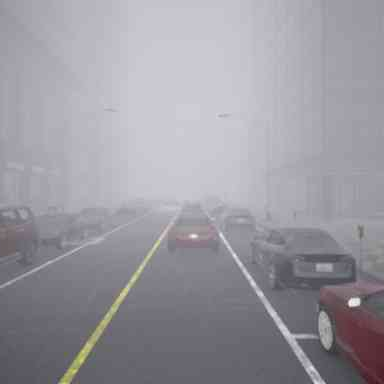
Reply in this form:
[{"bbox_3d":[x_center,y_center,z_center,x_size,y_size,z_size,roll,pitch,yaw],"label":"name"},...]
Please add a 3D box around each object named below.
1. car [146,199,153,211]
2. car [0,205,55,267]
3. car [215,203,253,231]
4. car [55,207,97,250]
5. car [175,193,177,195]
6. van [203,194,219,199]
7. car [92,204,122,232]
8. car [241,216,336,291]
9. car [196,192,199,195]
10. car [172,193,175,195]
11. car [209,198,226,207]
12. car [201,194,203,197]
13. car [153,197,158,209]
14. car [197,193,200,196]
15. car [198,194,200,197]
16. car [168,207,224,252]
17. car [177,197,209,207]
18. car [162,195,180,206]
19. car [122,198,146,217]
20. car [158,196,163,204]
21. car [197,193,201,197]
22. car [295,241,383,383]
[{"bbox_3d":[-5.850,1.413,36.917,1.967,1.590,4.097,1,0,0],"label":"car"},{"bbox_3d":[-5.848,1.310,8.794,2.192,1.841,5.009,1,0,0],"label":"car"},{"bbox_3d":[2.674,1.554,20.046,1.947,1.339,4.313,1,0,0],"label":"car"},{"bbox_3d":[-5.851,1.557,14.419,1.947,1.339,4.313,1,0,0],"label":"car"},{"bbox_3d":[-5.853,1.448,93.162,1.802,1.307,4.206,1,0,0],"label":"car"},{"bbox_3d":[2.676,1.307,42.545,1.690,1.788,3.998,1,0,0],"label":"van"},{"bbox_3d":[-5.851,1.554,20.043,1.947,1.339,4.313,1,0,0],"label":"car"},{"bbox_3d":[2.675,1.561,8.797,1.947,1.339,4.313,1,0,0],"label":"car"},{"bbox_3d":[2.673,1.411,93.168,1.887,1.381,4.507,1,0,0],"label":"car"},{"bbox_3d":[-5.852,1.420,81.742,1.752,1.417,4.829,1,0,0],"label":"car"},{"bbox_3d":[2.674,1.561,31.296,1.802,1.307,4.206,1,0,0],"label":"car"},{"bbox_3d":[2.675,1.398,48.170,1.967,1.590,4.097,1,0,0],"label":"car"},{"bbox_3d":[-5.852,1.510,42.541,1.887,1.381,4.507,1,0,0],"label":"car"},{"bbox_3d":[2.673,1.451,76.294,1.887,1.381,4.507,1,0,0],"label":"car"},{"bbox_3d":[2.674,1.490,59.420,2.008,1.369,4.403,1,0,0],"label":"car"},{"bbox_3d":[0.067,1.555,13.897,1.994,1.385,4.181,0,0,0],"label":"car"},{"bbox_3d":[0.066,1.473,28.885,2.128,1.511,4.902,0,0,0],"label":"car"},{"bbox_3d":[-3.076,1.553,51.748,1.895,1.301,4.718,0,0,0],"label":"car"},{"bbox_3d":[-5.852,1.523,31.293,1.887,1.381,4.507,1,0,0],"label":"car"},{"bbox_3d":[-5.851,1.484,59.415,1.887,1.381,4.507,1,0,0],"label":"car"},{"bbox_3d":[2.674,1.469,70.669,2.008,1.369,4.403,1,0,0],"label":"car"},{"bbox_3d":[2.675,1.543,3.173,1.887,1.381,4.507,1,0,0],"label":"car"}]
